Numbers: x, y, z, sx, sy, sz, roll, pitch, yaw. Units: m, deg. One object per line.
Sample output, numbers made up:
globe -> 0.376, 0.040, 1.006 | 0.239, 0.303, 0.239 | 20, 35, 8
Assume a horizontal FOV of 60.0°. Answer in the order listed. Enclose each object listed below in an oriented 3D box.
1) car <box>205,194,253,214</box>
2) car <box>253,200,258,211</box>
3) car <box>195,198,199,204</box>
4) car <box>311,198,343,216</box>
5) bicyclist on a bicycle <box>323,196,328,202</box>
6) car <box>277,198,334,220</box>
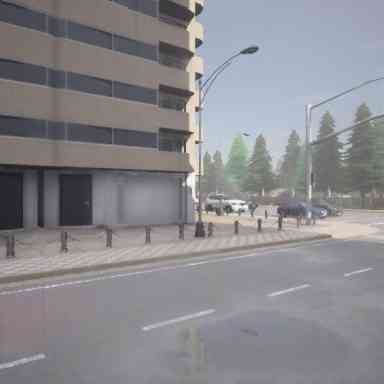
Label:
car -> 3.779, 1.276, 37.482 | 2.150, 2.045, 5.566 | 0, 0, -36
car -> 5.607, 1.278, 40.931 | 2.150, 2.045, 5.566 | 0, 0, -36
car -> -0.537, 1.581, 61.748 | 1.812, 1.442, 4.674 | 0, 0, -36
car -> 12.053, 1.407, 31.993 | 2.097, 1.767, 4.553 | 0, 0, -36
bicyclist on a bicycle -> 17.327, 1.356, 43.456 | 1.656, 1.620, 0.582 | 0, 0, -36
car -> 9.647, 1.581, 29.351 | 1.812, 1.442, 4.674 | 0, 0, -36
